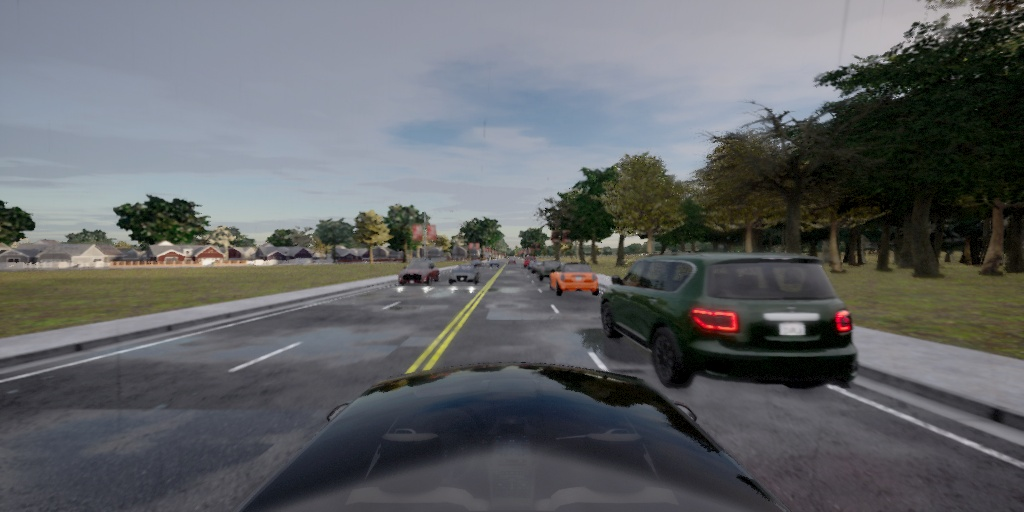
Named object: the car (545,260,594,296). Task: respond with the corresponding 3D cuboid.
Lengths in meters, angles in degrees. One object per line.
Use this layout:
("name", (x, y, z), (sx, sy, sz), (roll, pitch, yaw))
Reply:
("car", (3.247, 1.111, 19.629), (2.097, 1.767, 4.553), (0, 0, 0))

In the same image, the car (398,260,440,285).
("car", (-6.599, 1.117, 25.860), (2.097, 1.767, 4.553), (0, 0, 0))

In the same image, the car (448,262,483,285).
("car", (-3.349, 1.329, 26.008), (1.994, 1.385, 4.181), (0, 0, 0))

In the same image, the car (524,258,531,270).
("car", (3.243, 1.347, 52.664), (2.033, 1.411, 5.357), (0, 0, 0))

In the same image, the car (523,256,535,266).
("car", (3.241, 1.039, 63.696), (2.150, 2.045, 5.566), (0, 0, 0))

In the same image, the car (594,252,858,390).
("car", (3.348, 0.970, 6.946), (2.150, 2.045, 5.566), (0, 0, 0))

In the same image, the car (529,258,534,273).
("car", (3.244, 1.310, 41.663), (1.812, 1.442, 4.674), (0, 0, 0))

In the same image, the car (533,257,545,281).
("car", (3.245, 1.123, 30.631), (2.097, 1.767, 4.553), (0, 0, 0))
